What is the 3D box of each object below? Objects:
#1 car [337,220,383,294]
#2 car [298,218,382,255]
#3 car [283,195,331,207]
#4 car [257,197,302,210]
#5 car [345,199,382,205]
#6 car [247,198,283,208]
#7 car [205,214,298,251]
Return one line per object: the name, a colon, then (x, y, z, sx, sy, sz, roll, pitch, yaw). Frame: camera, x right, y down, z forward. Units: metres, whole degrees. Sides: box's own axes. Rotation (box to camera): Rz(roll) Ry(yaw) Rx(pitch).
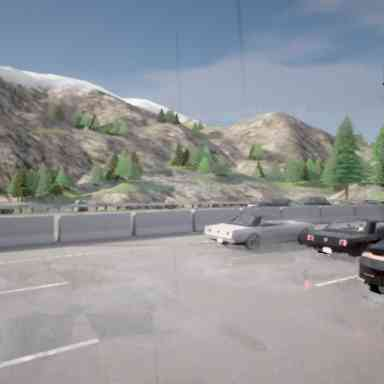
car: (5.718, 1.469, 7.337, 4.902, 1.511, 2.128, 0, 0, -32)
car: (6.225, 1.565, 11.761, 4.718, 1.301, 1.895, 0, 0, -31)
car: (12.299, 1.246, 34.859, 4.553, 1.767, 2.097, 0, 0, -25)
car: (11.065, 1.419, 42.049, 5.357, 1.411, 2.033, 0, 0, -24)
car: (16.986, 1.425, 33.162, 4.674, 1.442, 1.812, 0, 0, -23)
car: (8.391, 1.379, 36.900, 4.902, 1.511, 2.128, 0, 0, -25)
car: (2.973, 1.558, 13.883, 4.718, 1.301, 1.895, 0, 0, -31)
